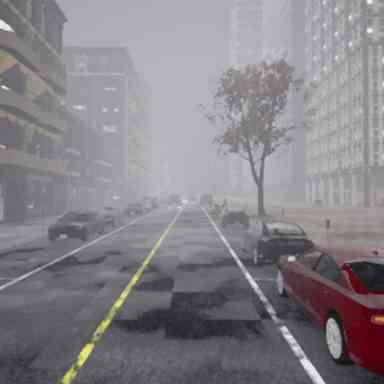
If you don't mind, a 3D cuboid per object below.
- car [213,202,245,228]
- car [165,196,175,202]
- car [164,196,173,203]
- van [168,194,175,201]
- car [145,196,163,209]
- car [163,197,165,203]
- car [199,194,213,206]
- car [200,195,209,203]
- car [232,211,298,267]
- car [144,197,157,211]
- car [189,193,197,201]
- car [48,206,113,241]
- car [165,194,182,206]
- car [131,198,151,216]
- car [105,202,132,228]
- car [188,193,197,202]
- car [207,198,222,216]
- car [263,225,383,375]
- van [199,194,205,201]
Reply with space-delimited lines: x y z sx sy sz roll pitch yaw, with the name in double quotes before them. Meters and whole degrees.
"car" 2.747 1.599 22.381 2.008 1.369 4.403 1 0 0
"car" -5.503 1.736 83.666 2.008 1.369 4.403 1 0 0
"car" -5.515 1.737 78.096 1.947 1.339 4.313 1 0 0
"van" -5.488 1.540 89.237 1.690 1.788 3.998 1 0 0
"car" -5.582 1.406 44.680 2.192 1.841 5.009 1 0 0
"car" -5.539 1.688 66.957 1.887 1.381 4.507 1 0 0
"car" 2.514 1.356 57.515 2.150 2.045 5.566 0 0 0
"car" 2.867 1.618 78.078 1.967 1.590 4.097 1 0 0
"car" 2.723 1.576 11.242 2.008 1.369 4.403 1 0 0
"car" -5.598 1.603 38.939 1.752 1.417 4.829 1 0 0
"car" 0.197 1.374 93.221 2.150 2.045 5.566 0 0 0
"car" -5.645 1.595 16.831 1.947 1.339 4.313 1 0 0
"car" -2.928 1.336 57.274 2.150 2.045 5.566 0 0 1
"car" -5.610 1.631 33.540 1.947 1.339 4.313 1 0 0
"car" -5.633 1.592 22.400 2.008 1.369 4.403 1 0 0
"car" 0.157 1.555 74.596 2.128 1.511 4.902 0 0 0
"car" 2.771 1.599 33.691 1.752 1.417 4.829 1 0 0
"car" 2.711 1.559 5.672 1.887 1.381 4.507 1 0 0
"van" 2.905 1.562 94.788 1.690 1.788 3.998 1 0 0
